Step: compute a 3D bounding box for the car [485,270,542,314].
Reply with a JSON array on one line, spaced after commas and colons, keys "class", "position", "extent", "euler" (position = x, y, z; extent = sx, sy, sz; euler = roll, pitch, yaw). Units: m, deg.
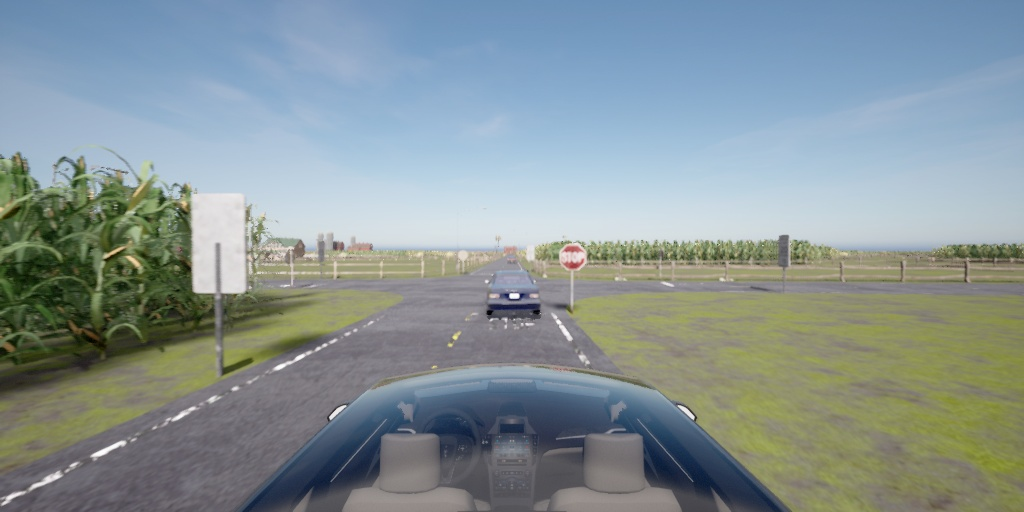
[{"class": "car", "position": [-0.032, 1.239, 13.364], "extent": [2.033, 1.411, 5.357], "euler": [0, 0, -3]}]
